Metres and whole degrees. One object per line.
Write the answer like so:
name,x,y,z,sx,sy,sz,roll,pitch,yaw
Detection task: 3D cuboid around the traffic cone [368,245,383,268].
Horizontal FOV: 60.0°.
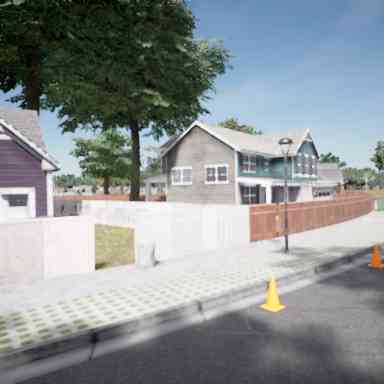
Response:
traffic cone,5.219,1.797,9.421,0.340,0.580,0.340,-1,1,-42

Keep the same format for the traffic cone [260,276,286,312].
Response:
traffic cone,1.524,1.877,6.259,0.340,0.580,0.340,-1,1,-39
